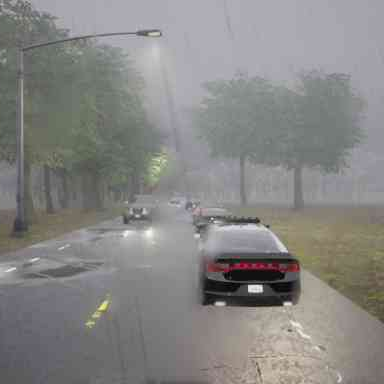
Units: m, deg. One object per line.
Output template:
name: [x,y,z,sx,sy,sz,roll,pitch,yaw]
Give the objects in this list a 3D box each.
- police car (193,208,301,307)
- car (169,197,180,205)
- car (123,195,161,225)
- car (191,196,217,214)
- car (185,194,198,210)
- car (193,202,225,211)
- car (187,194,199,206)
police car: [1.076,1.423,8.184,1.930,1.638,5.238,0,0,0]
car: [-3.299,1.760,64.111,1.882,1.535,5.008,0,0,0]
car: [-3.523,1.227,24.328,2.150,2.045,5.566,0,0,0]
car: [1.125,1.356,24.047,2.097,1.767,4.553,0,0,0]
car: [0.188,1.471,45.534,2.097,1.767,4.553,0,0,1]
car: [1.107,1.503,18.075,1.837,1.490,4.892,0,0,0]
car: [0.187,1.463,59.521,2.150,2.045,5.566,0,-1,0]
